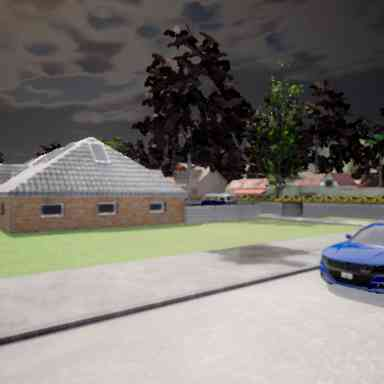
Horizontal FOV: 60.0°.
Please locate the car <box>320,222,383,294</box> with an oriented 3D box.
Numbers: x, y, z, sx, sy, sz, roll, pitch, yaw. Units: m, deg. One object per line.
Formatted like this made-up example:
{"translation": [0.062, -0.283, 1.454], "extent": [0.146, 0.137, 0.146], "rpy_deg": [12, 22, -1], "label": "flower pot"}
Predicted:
{"translation": [5.306, 1.514, 8.591], "extent": [5.008, 1.535, 1.882], "rpy_deg": [0, 0, -37], "label": "car"}
